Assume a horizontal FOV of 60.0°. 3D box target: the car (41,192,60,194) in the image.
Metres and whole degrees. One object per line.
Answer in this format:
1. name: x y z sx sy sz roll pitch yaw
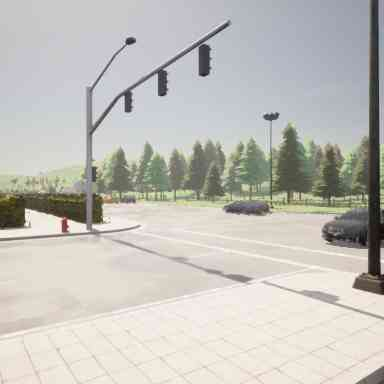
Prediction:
1. car: -24.085 1.221 57.637 2.150 2.045 5.566 0 0 -35

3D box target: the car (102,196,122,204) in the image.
1. car: -15.849 1.478 64.368 1.882 1.535 5.008 0 0 -35

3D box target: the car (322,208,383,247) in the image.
1. car: 7.887 1.505 15.128 4.892 1.490 1.837 0 0 -35

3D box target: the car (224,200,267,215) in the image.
1. car: 5.121 1.564 33.895 1.994 1.385 4.181 0 0 -36

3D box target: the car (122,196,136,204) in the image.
1. car: -12.769 1.505 65.889 1.837 1.490 4.892 0 0 -35

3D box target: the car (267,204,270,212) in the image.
1. car: 6.776 1.564 37.518 1.994 1.385 4.181 0 0 -34

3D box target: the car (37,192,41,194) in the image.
1. car: -29.754 1.058 65.879 2.150 2.045 5.566 0 0 -35
